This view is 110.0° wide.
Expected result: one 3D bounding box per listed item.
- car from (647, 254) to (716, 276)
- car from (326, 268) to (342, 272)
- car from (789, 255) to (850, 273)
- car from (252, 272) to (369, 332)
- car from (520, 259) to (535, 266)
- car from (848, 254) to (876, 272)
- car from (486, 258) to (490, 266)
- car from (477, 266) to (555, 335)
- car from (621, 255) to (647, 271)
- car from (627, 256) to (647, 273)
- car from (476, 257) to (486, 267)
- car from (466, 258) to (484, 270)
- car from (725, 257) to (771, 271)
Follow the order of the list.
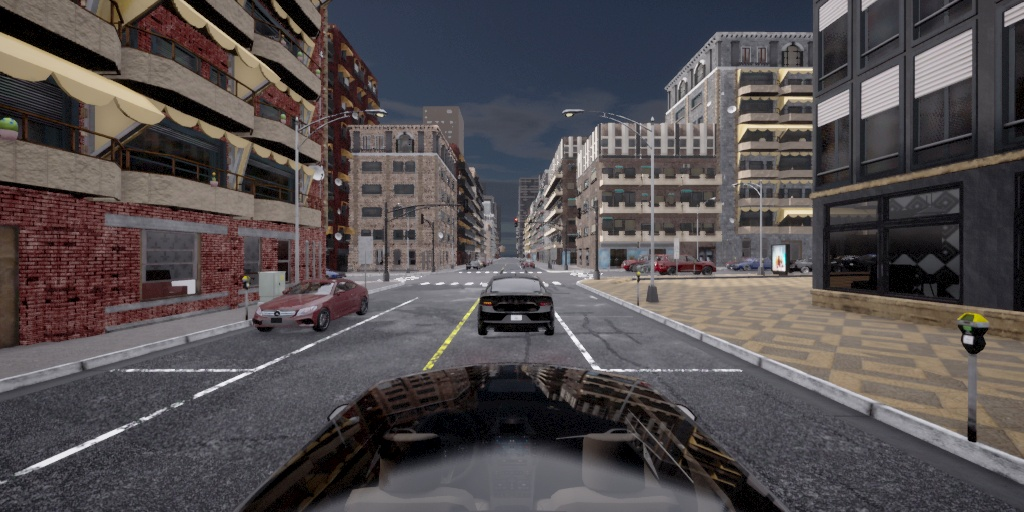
[{"bbox_3d":[14.719,0.778,30.798,5.009,1.841,2.192,0,0,0],"label":"car"},{"bbox_3d":[-18.275,1.614,33.112,5.357,1.411,2.033,-1,0,-1],"label":"car"},{"bbox_3d":[25.812,0.822,30.891,4.313,1.339,1.948,0,0,0],"label":"car"},{"bbox_3d":[-5.739,1.332,10.825,1.802,1.307,4.207,0,0,0],"label":"car"},{"bbox_3d":[2.708,1.208,58.530,1.967,1.591,4.097,0,0,0],"label":"car"},{"bbox_3d":[31.360,0.718,30.937,4.313,1.339,1.948,0,0,0],"label":"car"},{"bbox_3d":[-5.670,1.086,64.213,2.192,1.841,5.009,0,0,0],"label":"car"},{"bbox_3d":[0.101,1.228,10.482,1.882,1.535,5.008,0,0,0],"label":"car"},{"bbox_3d":[14.587,0.764,39.177,5.009,1.841,2.192,0,0,0],"label":"car"},{"bbox_3d":[14.457,1.021,36.585,4.181,1.385,1.994,-1,0,-1],"label":"car"},{"bbox_3d":[-5.672,1.293,58.361,1.751,1.417,4.829,0,0,0],"label":"car"},{"bbox_3d":[-5.674,1.330,52.848,1.948,1.339,4.313,0,0,0],"label":"car"},{"bbox_3d":[25.080,0.806,36.677,5.357,1.411,2.033,-1,0,-1],"label":"car"}]
